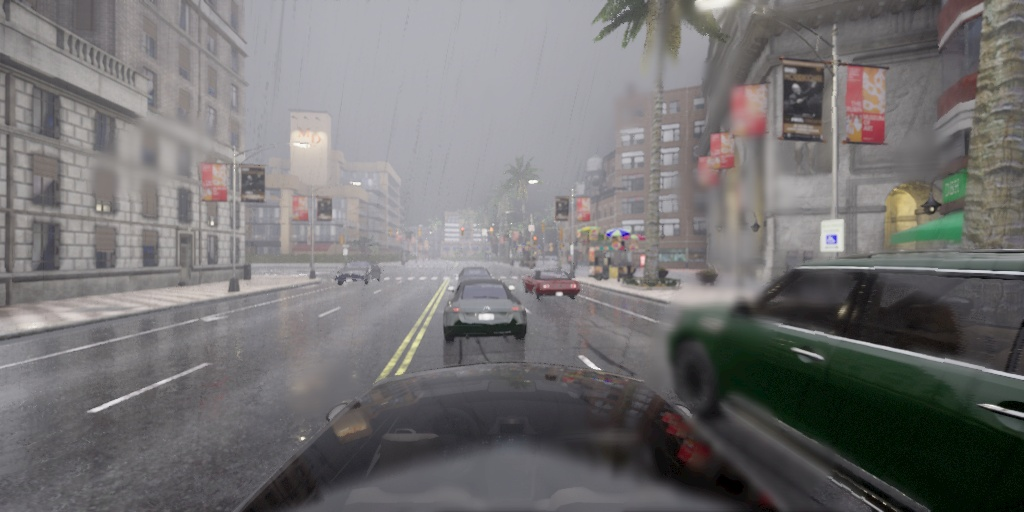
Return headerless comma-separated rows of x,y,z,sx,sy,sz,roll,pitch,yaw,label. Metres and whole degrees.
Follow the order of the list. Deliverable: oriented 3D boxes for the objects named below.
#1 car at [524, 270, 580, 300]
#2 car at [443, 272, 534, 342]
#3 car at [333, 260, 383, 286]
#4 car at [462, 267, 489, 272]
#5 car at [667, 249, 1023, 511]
1.747,1.335,17.641,1.895,1.301,4.718,0,0,-8,car
-0.816,1.306,9.867,1.994,1.385,4.181,0,0,-7,car
-9.702,0.987,23.177,2.033,1.411,5.357,0,0,-8,car
-1.964,1.280,19.037,2.033,1.411,5.357,0,0,-8,car
3.353,0.973,2.735,2.150,2.045,5.566,0,0,-2,car
